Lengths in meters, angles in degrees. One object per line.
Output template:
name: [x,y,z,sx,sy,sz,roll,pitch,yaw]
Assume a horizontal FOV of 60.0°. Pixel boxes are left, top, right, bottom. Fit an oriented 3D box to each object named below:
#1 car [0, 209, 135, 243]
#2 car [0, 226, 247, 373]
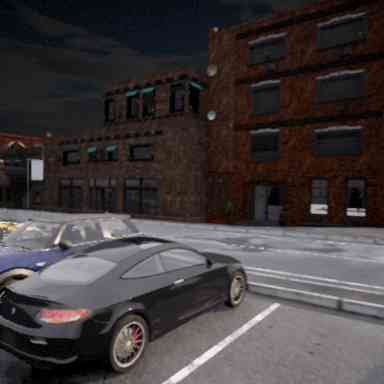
car: [-2.990,1.313,7.326,2.185,1.767,4.553,0,0,36]
car: [-0.747,1.496,5.681,2.002,1.452,4.674,0,0,36]
